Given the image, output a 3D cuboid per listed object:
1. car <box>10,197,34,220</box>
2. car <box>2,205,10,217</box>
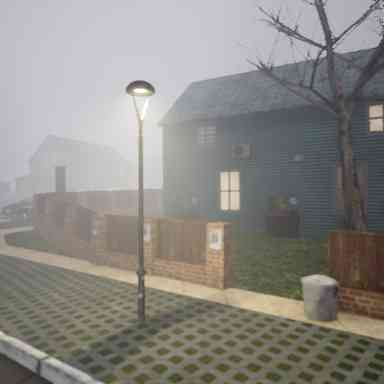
[{"bbox_3d":[-8.858,1.048,21.693,1.895,1.301,4.718,-1,1,30],"label":"car"},{"bbox_3d":[-11.110,1.031,23.676,1.994,1.385,4.181,-1,1,30],"label":"car"}]
